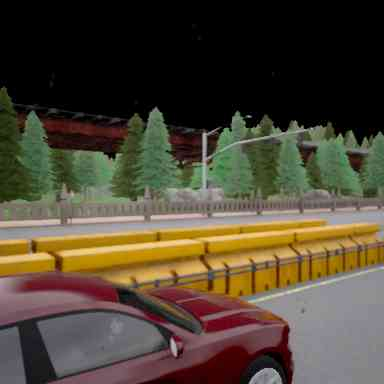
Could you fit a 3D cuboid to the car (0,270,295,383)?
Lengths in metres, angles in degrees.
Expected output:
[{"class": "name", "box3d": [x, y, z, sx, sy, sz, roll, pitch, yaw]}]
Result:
[{"class": "car", "box3d": [-1.197, 1.482, 2.891, 5.008, 1.535, 1.882, 0, 0, -35]}]
